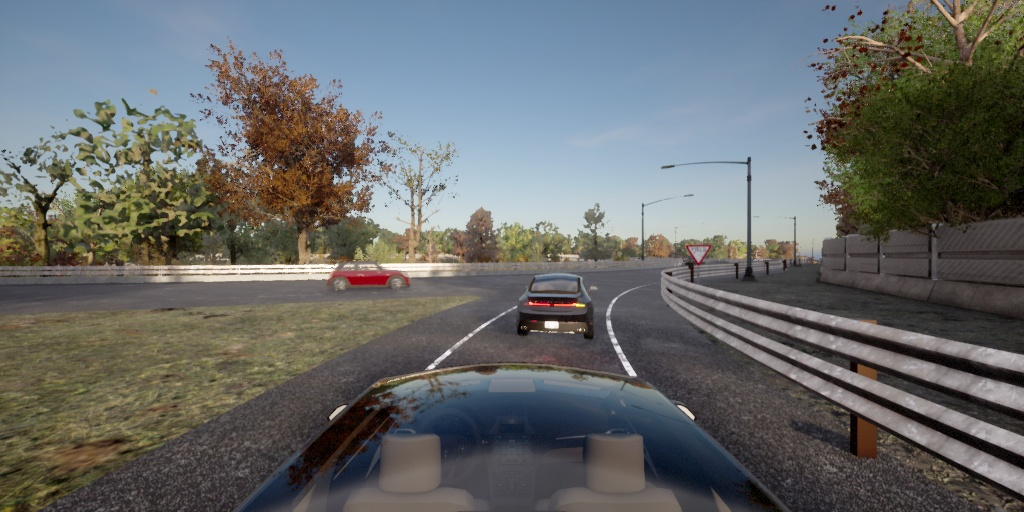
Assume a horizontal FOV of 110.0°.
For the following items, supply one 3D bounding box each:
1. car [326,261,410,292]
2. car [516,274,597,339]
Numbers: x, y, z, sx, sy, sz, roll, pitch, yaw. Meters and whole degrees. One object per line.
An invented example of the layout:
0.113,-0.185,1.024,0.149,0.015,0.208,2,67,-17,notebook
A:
-8.418,1.096,21.280,4.553,1.767,2.097,0,0,-23,car
1.341,1.254,10.182,1.837,1.490,4.892,0,0,11,car
